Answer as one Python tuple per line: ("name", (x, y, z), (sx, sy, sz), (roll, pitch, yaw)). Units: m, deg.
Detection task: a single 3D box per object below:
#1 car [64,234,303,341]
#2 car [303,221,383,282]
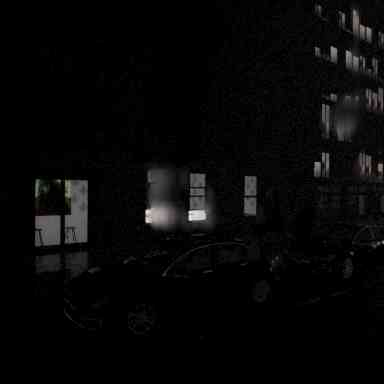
("car", (-0.140, 1.551, 6.436), (4.403, 1.369, 2.008), (0, 0, -35))
("car", (4.495, 1.550, 9.712), (4.403, 1.369, 2.008), (0, 0, -35))
